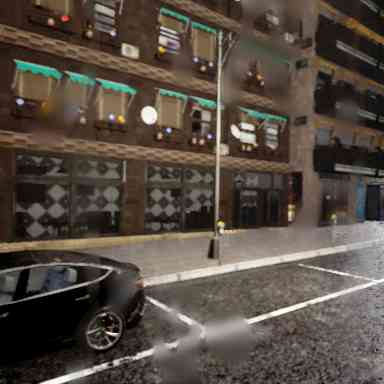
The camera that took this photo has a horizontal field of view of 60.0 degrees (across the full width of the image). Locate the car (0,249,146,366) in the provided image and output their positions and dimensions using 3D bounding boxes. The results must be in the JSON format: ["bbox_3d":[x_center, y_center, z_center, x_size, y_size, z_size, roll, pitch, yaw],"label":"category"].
[{"bbox_3d":[-2.723,1.567,4.599,4.313,1.339,1.947,0,1,-35],"label":"car"}]
